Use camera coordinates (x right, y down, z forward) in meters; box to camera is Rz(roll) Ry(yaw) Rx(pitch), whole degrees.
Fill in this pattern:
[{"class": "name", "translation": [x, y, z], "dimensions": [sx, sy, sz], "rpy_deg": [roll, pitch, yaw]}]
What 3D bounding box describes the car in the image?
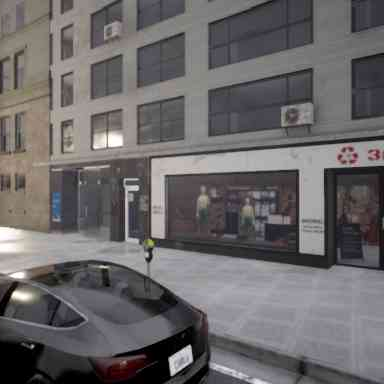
[{"class": "car", "translation": [-1.790, 1.565, 4.244], "dimensions": [4.313, 1.339, 1.947], "rpy_deg": [0, 0, 36]}]
